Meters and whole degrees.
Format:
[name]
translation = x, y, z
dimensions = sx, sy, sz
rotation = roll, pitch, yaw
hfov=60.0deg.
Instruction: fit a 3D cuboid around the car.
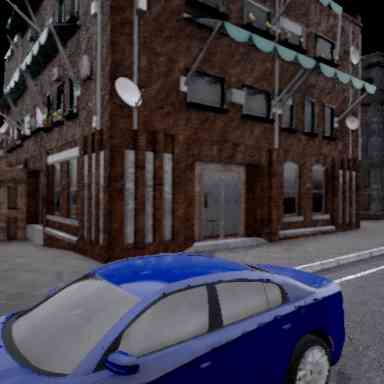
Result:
[car]
translation = -0.457, 1.467, 3.380
dimensions = 5.008, 1.535, 1.882
rotation = 0, 0, -36
